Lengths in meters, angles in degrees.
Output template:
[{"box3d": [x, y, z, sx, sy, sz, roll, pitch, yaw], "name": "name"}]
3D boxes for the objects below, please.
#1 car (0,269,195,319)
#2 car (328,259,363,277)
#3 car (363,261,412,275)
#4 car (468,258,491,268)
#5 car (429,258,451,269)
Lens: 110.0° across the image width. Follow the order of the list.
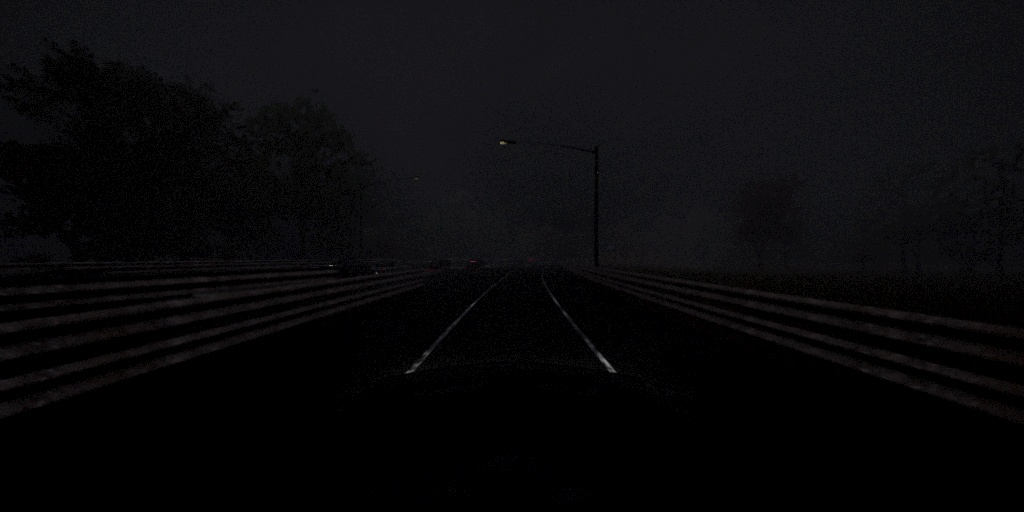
[{"box3d": [-11.051, 1.018, 8.699, 2.033, 1.411, 5.357, 0, 0, 9], "name": "car"}, {"box3d": [-14.162, 0.994, 31.796, 2.128, 1.511, 4.902, 0, 0, 11], "name": "car"}, {"box3d": [-10.668, 1.115, 31.548, 1.895, 1.301, 4.718, 0, 0, 11], "name": "car"}, {"box3d": [-5.486, 1.072, 56.834, 2.128, 1.511, 4.902, 0, 0, 13], "name": "car"}, {"box3d": [-10.256, 1.046, 51.367, 2.128, 1.511, 4.902, 0, 0, 12], "name": "car"}]
